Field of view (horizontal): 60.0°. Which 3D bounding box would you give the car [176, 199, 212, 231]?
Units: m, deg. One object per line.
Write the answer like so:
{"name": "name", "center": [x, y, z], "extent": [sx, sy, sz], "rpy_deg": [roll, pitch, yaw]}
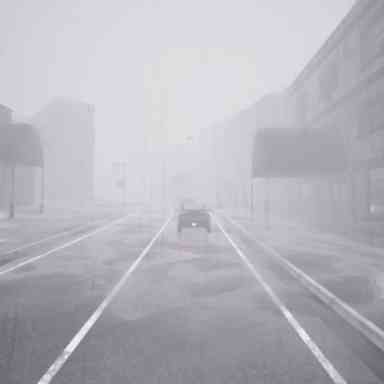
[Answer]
{"name": "car", "center": [0.107, 1.423, 19.868], "extent": [1.837, 1.490, 4.892], "rpy_deg": [0, 1, 0]}

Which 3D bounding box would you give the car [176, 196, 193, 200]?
{"name": "car", "center": [-0.713, 1.184, 37.881], "extent": [1.837, 1.490, 4.892], "rpy_deg": [1, 1, -7]}
